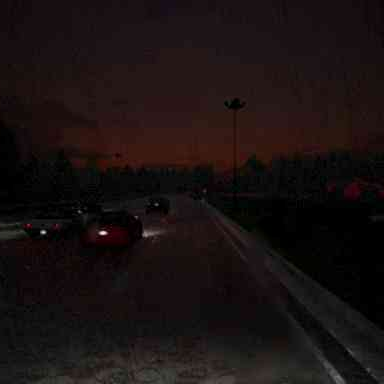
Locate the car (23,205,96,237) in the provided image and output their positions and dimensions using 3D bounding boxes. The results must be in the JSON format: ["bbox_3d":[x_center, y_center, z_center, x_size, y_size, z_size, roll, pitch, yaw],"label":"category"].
[{"bbox_3d":[-6.900,1.569,17.658,1.895,1.301,4.718,0,0,0],"label":"car"}]

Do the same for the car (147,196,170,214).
[{"bbox_3d":[-3.397,1.290,34.116,2.097,1.767,4.553,0,0,0],"label":"car"}]

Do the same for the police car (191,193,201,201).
[{"bbox_3d":[1.226,1.281,80.031,1.930,1.638,5.238,0,0,0],"label":"police car"}]

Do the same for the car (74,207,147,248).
[{"bbox_3d":[-3.400,1.537,14.705,1.994,1.385,4.181,0,0,0],"label":"car"}]

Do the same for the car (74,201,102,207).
[{"bbox_3d":[-10.400,1.542,32.871,1.895,1.301,4.718,0,0,0],"label":"car"}]

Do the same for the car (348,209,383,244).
[{"bbox_3d":[8.922,1.187,14.125,3.866,1.878,1.905,0,0,0],"label":"car"}]
